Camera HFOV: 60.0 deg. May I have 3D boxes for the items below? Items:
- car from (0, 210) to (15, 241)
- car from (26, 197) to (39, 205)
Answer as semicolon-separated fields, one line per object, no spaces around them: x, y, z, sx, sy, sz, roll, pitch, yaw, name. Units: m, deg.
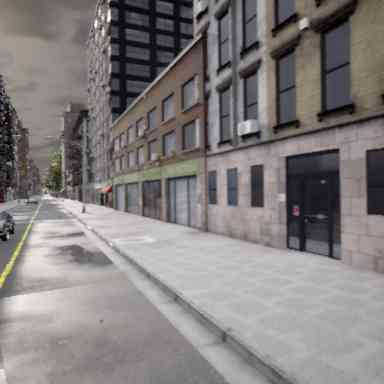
-10.222;1.649;16.986;2.033;1.411;5.357;-1;0;-24;car
-32.856;1.832;68.745;1.812;1.442;4.674;-1;0;-24;car
